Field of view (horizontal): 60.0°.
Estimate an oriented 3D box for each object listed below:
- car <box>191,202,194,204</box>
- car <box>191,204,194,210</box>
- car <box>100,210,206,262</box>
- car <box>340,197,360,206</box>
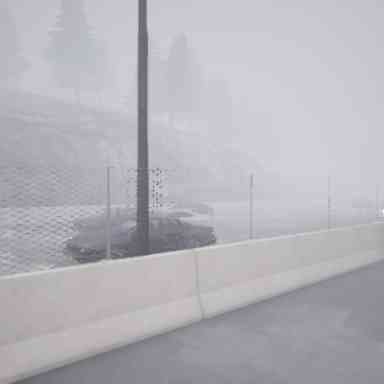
[{"bbox_3d":[-0.363,1.547,26.228,4.892,1.490,1.837,0,0,-41],"label":"car"},{"bbox_3d":[-1.169,1.554,16.443,4.674,1.442,1.812,0,0,-39],"label":"car"},{"bbox_3d":[-1.553,1.569,11.667,5.357,1.411,2.033,0,0,-37],"label":"car"},{"bbox_3d":[26.552,1.583,55.916,2.033,1.411,5.357,0,0,36],"label":"car"}]
